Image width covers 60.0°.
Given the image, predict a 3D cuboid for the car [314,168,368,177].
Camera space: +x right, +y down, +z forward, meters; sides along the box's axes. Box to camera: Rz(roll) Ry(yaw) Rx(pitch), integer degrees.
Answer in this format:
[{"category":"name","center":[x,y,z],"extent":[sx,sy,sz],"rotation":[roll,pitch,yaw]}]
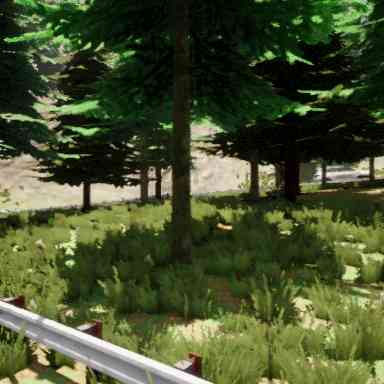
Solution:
[{"category":"car","center":[15.514,-1.675,34.415],"extent":[5.566,2.045,2.150],"rotation":[-4,-2,18]}]
